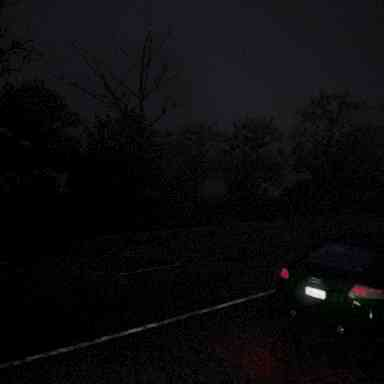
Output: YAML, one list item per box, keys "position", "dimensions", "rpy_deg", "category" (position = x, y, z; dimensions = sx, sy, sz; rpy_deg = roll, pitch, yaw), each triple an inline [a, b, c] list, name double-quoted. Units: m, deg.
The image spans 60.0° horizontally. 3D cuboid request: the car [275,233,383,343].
- position: [3.533, 1.502, 6.327]
  dimensions: [4.181, 1.385, 1.994]
  rpy_deg: [-1, 1, -36]
  category: "car"
